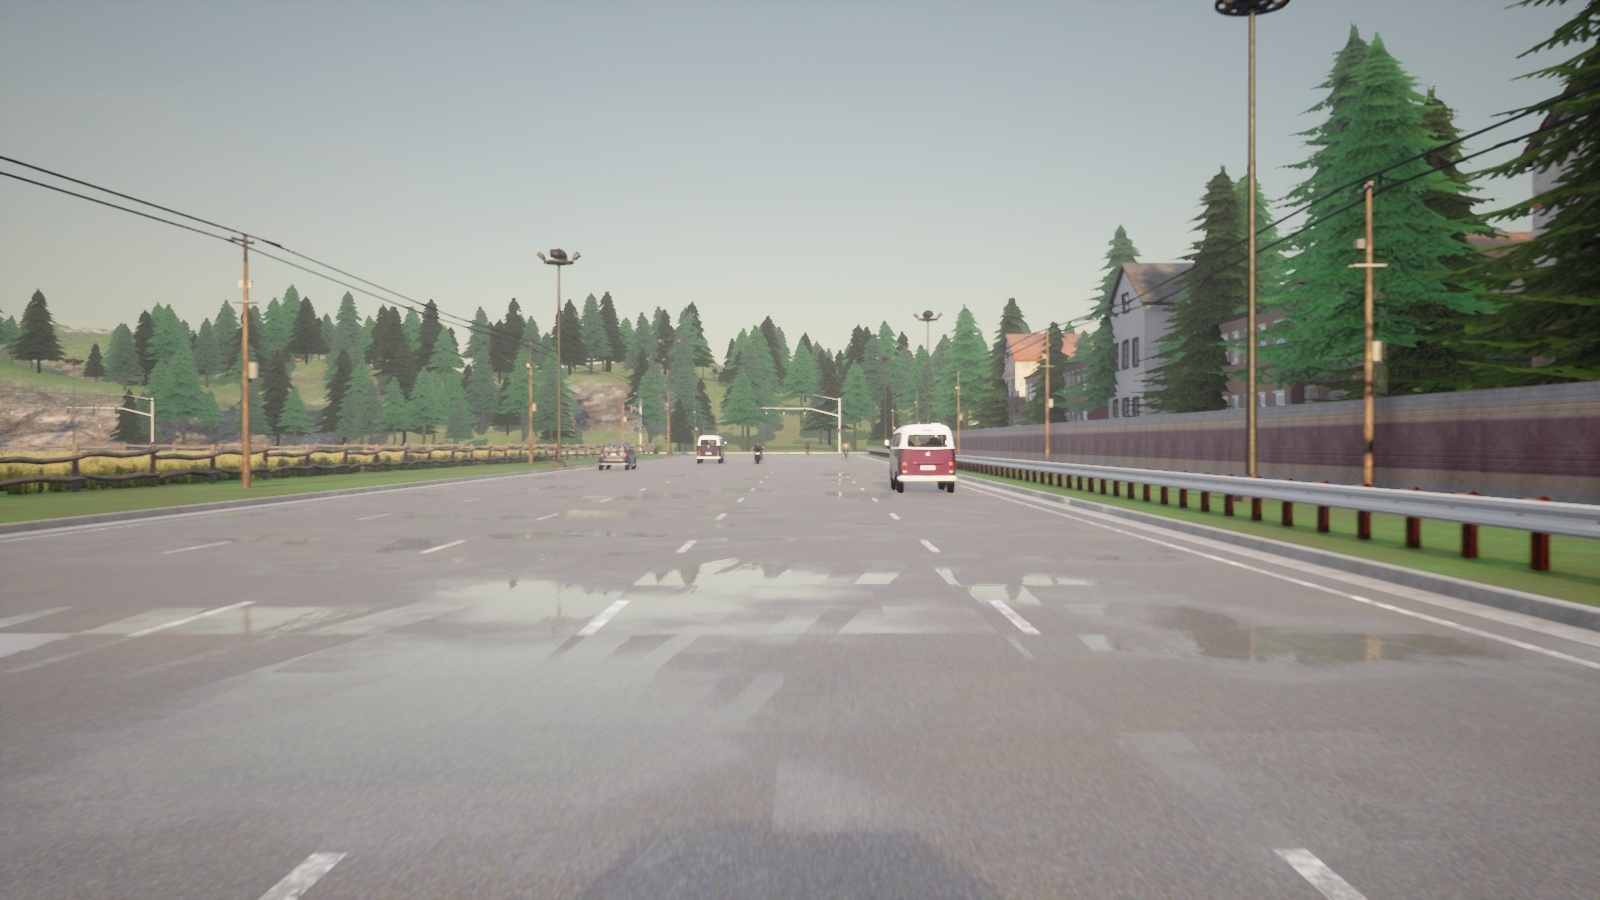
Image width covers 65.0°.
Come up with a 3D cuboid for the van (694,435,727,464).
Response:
[{"bbox_3d":[-6.468,-0.066,91.105,2.069,2.038,4.480,0,1,0],"label":"van"}]

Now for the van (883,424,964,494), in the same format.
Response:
[{"bbox_3d":[3.734,0.247,38.579,2.069,2.038,4.480,0,0,0],"label":"van"}]

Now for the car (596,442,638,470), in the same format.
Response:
[{"bbox_3d":[-10.091,0.310,69.478,1.789,1.549,3.705,0,0,0],"label":"car"}]
